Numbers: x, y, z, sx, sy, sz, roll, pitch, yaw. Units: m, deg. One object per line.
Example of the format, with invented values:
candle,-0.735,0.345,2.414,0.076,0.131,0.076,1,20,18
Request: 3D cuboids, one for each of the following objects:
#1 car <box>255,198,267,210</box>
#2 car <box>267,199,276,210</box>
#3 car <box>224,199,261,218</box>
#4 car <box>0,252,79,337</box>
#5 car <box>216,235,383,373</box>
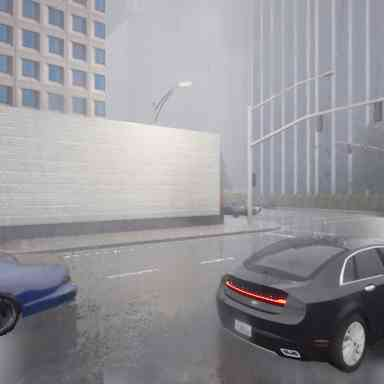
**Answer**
car,5.157,1.547,35.390,2.128,1.511,4.902,0,0,-36
car,8.550,1.560,43.123,1.837,1.490,4.892,0,0,-36
car,3.593,1.603,31.559,2.033,1.411,5.357,0,0,-36
car,-4.590,1.547,5.017,5.357,1.411,2.033,0,0,-35
car,2.640,1.505,5.680,4.892,1.490,1.837,0,0,-35
